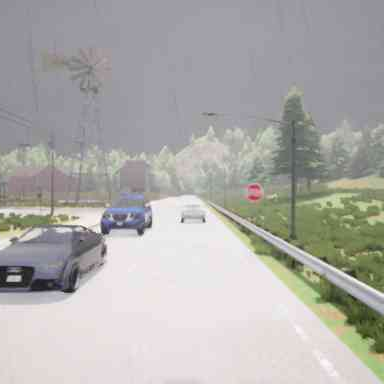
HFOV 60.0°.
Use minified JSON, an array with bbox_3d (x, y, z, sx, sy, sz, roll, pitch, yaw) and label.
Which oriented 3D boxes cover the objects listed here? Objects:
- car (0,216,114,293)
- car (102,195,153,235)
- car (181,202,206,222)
[{"bbox_3d":[-3.598,1.563,8.718,1.994,1.385,4.181,0,0,0],"label":"car"},{"bbox_3d":[-3.557,1.218,19.152,2.150,2.045,5.566,0,0,0],"label":"car"},{"bbox_3d":[0.095,1.521,26.153,1.812,1.442,4.674,0,0,0],"label":"car"}]
